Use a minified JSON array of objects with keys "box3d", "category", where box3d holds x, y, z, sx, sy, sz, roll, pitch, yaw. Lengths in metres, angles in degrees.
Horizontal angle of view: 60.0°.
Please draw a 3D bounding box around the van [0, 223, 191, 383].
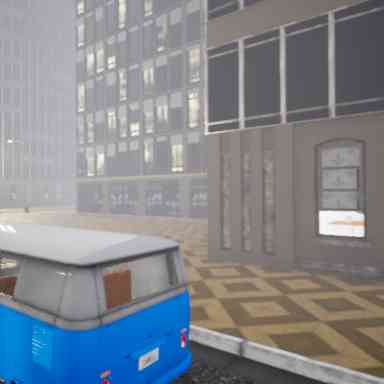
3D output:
[{"box3d":[-1.918,1.357,4.247,3.998,1.788,1.690,0,0,35],"category":"van"}]
